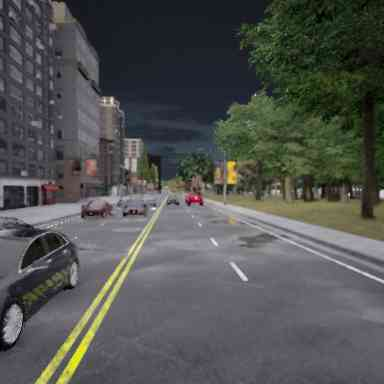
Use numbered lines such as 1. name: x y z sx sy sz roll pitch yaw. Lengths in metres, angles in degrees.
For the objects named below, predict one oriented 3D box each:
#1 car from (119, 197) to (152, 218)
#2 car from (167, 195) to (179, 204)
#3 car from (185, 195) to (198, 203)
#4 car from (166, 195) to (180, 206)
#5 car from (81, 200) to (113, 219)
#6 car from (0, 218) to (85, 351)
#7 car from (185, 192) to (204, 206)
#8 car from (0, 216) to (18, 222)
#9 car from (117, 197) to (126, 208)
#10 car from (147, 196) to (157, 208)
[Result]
1. car: -4.906 1.463 29.374 1.994 1.385 4.181 -1 0 -3
2. car: -3.416 1.260 59.049 2.033 1.411 5.357 -1 0 -4
3. car: -0.172 1.242 59.256 1.994 1.385 4.181 -1 0 -4
4. car: -2.801 1.365 49.094 1.895 1.301 4.718 -1 0 -4
5. car: -8.129 1.413 28.731 1.882 1.535 5.008 -1 0 -3
6. car: -3.550 1.516 6.232 1.837 1.490 4.892 -1 0 -3
7. car: 0.464 0.953 48.877 2.150 2.045 5.566 -1 0 -4
8. car: -7.106 1.583 11.774 1.994 1.385 4.181 -1 0 -3
9. car: -9.168 1.372 46.321 1.812 1.442 4.674 -1 0 -3
10. car: -5.860 1.342 45.714 1.812 1.442 4.674 -1 0 -3
